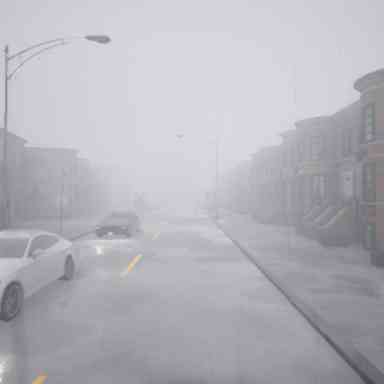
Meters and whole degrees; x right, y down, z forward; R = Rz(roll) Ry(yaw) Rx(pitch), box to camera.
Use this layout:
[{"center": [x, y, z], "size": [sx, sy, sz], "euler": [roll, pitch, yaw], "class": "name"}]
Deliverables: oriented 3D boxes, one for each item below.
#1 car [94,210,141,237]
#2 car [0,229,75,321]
[{"center": [-4.246, 1.804, 19.944], "size": [2.033, 1.411, 5.357], "euler": [0, -1, 0], "class": "car"}, {"center": [-4.152, 1.625, 7.593], "size": [1.812, 1.442, 4.674], "euler": [0, -1, -1], "class": "car"}]
